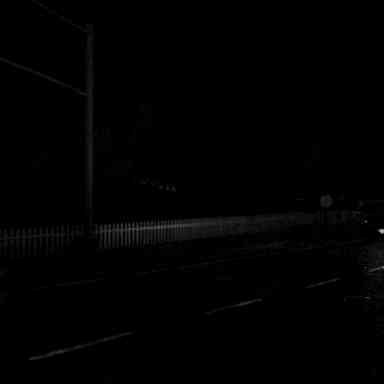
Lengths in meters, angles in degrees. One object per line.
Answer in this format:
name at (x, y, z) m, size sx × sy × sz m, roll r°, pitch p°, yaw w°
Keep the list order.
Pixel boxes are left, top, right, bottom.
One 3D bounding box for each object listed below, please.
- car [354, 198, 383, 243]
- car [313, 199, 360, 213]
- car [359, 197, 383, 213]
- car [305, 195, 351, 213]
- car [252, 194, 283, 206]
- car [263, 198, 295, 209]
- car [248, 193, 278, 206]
car at (10.229, 1.318, 15.526) m, size 5.566 × 2.045 × 2.150 m, roll 1°, pitch 0°, yaw -35°
car at (18.064, 1.698, 41.769) m, size 2.128 × 1.511 × 4.902 m, roll 0°, pitch 0°, yaw -37°
car at (23.281, 1.582, 40.685) m, size 2.097 × 1.767 × 4.553 m, roll 0°, pitch 0°, yaw -37°
car at (16.342, 1.413, 38.246) m, size 2.150 × 2.045 × 5.566 m, roll 0°, pitch 0°, yaw -37°
car at (10.235, 1.316, 46.308) m, size 2.150 × 2.045 × 5.566 m, roll 0°, pitch 1°, yaw -37°
car at (12.694, 1.663, 48.861) m, size 1.994 × 1.385 × 4.181 m, roll 0°, pitch 2°, yaw -38°
car at (11.886, 1.216, 55.746) m, size 2.097 × 1.767 × 4.553 m, roll 0°, pitch 3°, yaw -37°
